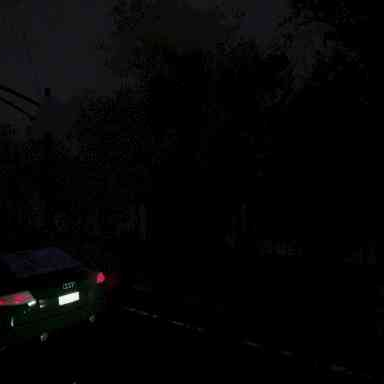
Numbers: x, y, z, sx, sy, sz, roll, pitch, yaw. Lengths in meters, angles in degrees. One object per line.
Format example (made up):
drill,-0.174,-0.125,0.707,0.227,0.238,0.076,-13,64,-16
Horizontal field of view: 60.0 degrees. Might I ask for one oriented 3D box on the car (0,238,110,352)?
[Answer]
car,-3.479,1.564,6.146,4.181,1.385,1.994,0,0,35
